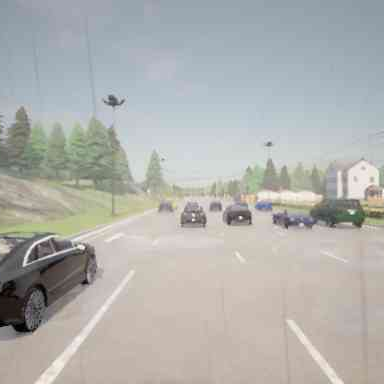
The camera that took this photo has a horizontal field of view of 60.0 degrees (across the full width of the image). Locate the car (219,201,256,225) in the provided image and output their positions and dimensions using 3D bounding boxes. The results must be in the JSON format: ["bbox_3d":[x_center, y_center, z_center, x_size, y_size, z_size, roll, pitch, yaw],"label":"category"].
[{"bbox_3d":[3.607,1.771,27.077,1.882,1.535,5.008,0,0,0],"label":"car"}]

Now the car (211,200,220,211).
[{"bbox_3d":[3.564,2.049,50.242,1.837,1.490,4.892,0,0,1],"label":"car"}]

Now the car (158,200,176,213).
[{"bbox_3d":[-3.488,1.991,44.981,1.837,1.490,4.892,0,-1,0],"label":"car"}]

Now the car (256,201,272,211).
[{"bbox_3d":[10.555,2.010,49.327,1.882,1.535,5.008,0,-1,1],"label":"car"}]

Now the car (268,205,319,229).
[{"bbox_3d":[7.106,1.859,23.816,1.895,1.301,4.718,0,-1,0],"label":"car"}]

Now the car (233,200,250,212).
[{"bbox_3d":[7.040,2.025,47.942,1.837,1.490,4.892,0,0,1],"label":"car"}]

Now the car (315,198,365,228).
[{"bbox_3d":[10.607,1.490,24.712,2.150,2.045,5.566,0,0,0],"label":"car"}]

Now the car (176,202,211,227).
[{"bbox_3d":[0.107,1.768,25.469,2.128,1.511,4.902,0,-1,0],"label":"car"}]

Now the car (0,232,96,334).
[{"bbox_3d":[-3.465,1.568,6.902,2.128,1.511,4.902,0,0,1],"label":"car"}]
